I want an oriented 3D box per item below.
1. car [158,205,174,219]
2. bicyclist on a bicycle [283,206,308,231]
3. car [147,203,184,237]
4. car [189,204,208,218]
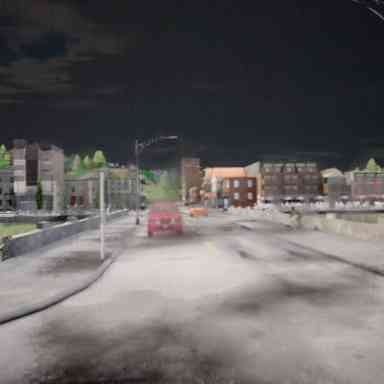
[{"bbox_3d":[-3.300,2.513,42.573,1.882,1.535,5.008,-1,-1,-4],"label":"car"},{"bbox_3d":[6.711,1.747,21.585,1.656,1.620,0.582,-1,-1,-4],"label":"bicyclist on a bicycle"},{"bbox_3d":[-1.787,1.774,22.525,2.150,2.045,5.566,-1,-1,-4],"label":"car"},{"bbox_3d":[0.810,2.342,43.387,2.097,1.767,4.553,-1,-1,-4],"label":"car"}]
